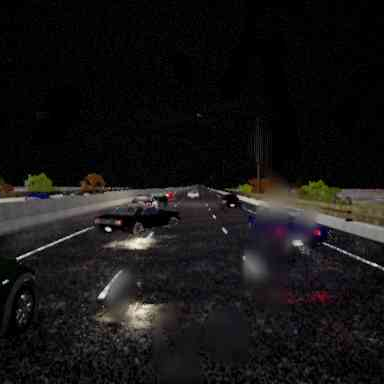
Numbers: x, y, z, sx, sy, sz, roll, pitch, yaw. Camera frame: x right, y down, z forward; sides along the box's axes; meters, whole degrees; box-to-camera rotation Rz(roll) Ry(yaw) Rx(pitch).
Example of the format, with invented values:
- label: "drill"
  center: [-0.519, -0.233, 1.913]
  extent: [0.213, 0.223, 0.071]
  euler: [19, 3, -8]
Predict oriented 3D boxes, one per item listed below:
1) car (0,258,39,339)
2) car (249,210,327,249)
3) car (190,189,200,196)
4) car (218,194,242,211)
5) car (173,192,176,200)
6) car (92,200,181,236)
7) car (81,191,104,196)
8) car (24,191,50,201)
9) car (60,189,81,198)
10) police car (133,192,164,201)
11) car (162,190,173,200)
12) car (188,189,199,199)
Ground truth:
- label: "car"
  center: [-3.542, 1.277, 3.614]
  extent: [2.097, 1.767, 4.553]
  euler: [0, 1, -1]
- label: "car"
  center: [3.494, 1.341, 13.180]
  extent: [1.895, 1.301, 4.718]
  euler: [0, 1, 0]
- label: "car"
  center: [0.788, 0.074, 78.280]
  extent: [2.128, 1.511, 4.902]
  euler: [0, 1, 2]
- label: "car"
  center: [3.504, 0.932, 30.963]
  extent: [1.812, 1.442, 4.674]
  euler: [0, 1, 0]
- label: "car"
  center: [-3.434, 0.453, 47.478]
  extent: [2.097, 1.767, 4.553]
  euler: [0, 1, 1]
- label: "car"
  center: [-2.474, 1.281, 16.254]
  extent: [1.895, 1.301, 4.718]
  euler: [1, 1, 30]
- label: "car"
  center: [-13.994, 0.584, 48.223]
  extent: [1.837, 1.490, 4.892]
  euler: [0, 1, 1]
- label: "car"
  center: [-21.040, 0.653, 45.435]
  extent: [1.812, 1.442, 4.674]
  euler: [0, 1, 1]
- label: "car"
  center: [-17.490, 0.426, 48.404]
  extent: [2.097, 1.767, 4.553]
  euler: [0, 1, 1]
- label: "police car"
  center: [-3.627, 1.008, 25.579]
  extent: [2.038, 1.542, 4.974]
  euler: [0, 1, 0]
- label: "car"
  center: [-3.565, 0.792, 36.545]
  extent: [2.128, 1.511, 4.902]
  euler: [0, 1, 1]
- label: "car"
  center: [0.253, 0.513, 58.006]
  extent: [1.895, 1.301, 4.718]
  euler: [0, 1, 2]
